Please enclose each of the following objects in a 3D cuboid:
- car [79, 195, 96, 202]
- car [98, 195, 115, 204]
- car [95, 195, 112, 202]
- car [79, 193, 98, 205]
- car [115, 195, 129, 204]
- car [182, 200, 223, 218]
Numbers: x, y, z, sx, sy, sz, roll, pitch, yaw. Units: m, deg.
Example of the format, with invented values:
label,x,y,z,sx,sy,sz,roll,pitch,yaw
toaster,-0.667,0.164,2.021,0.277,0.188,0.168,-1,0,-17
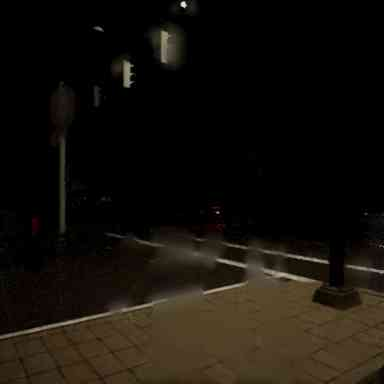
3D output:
label,x,y,z,sx,sy,sz,roll,pitch,yaw
car,-22.329,1.427,70.954,2.033,1.411,5.357,0,0,-35
car,-16.887,1.580,63.062,1.812,1.442,4.674,0,0,-35
car,-19.448,1.421,72.941,2.128,1.511,4.902,0,0,-35
car,-19.548,1.267,60.757,2.150,2.045,5.566,0,0,-35
car,-14.225,1.415,65.368,2.097,1.767,4.553,0,0,-35
car,0.924,1.550,31.120,1.837,1.490,4.892,0,0,-34
